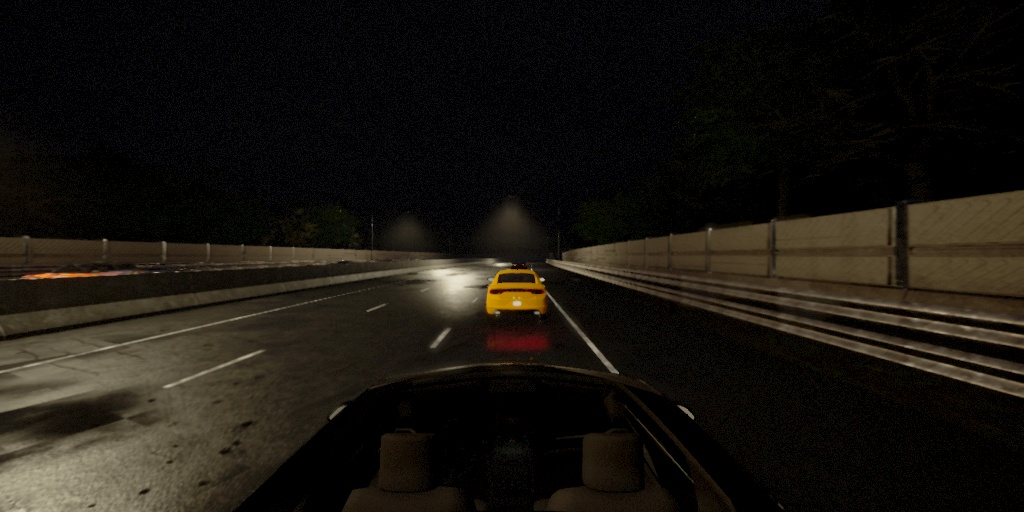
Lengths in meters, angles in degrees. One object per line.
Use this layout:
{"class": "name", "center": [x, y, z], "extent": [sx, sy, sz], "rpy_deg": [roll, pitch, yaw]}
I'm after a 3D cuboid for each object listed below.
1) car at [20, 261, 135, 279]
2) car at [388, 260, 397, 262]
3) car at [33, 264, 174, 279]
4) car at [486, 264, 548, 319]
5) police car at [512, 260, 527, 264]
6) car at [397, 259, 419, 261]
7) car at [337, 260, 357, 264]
{"class": "car", "center": [-20.964, 1.070, 17.673], "extent": [2.097, 1.767, 4.553], "rpy_deg": [0, 0, 1]}
{"class": "car", "center": [-19.619, 1.329, 58.889], "extent": [1.895, 1.301, 4.718], "rpy_deg": [0, 0, 3]}
{"class": "car", "center": [-17.489, 1.269, 16.603], "extent": [2.033, 1.411, 5.357], "rpy_deg": [0, 0, 1]}
{"class": "car", "center": [0.172, 1.217, 12.805], "extent": [1.882, 1.535, 5.008], "rpy_deg": [0, 0, 1]}
{"class": "police car", "center": [0.899, 1.246, 43.812], "extent": [2.038, 1.542, 4.974], "rpy_deg": [0, 0, 2]}
{"class": "car", "center": [-16.177, 1.225, 57.900], "extent": [2.128, 1.511, 4.902], "rpy_deg": [0, 0, 3]}
{"class": "car", "center": [-23.499, 1.272, 51.160], "extent": [1.994, 1.385, 4.181], "rpy_deg": [0, 0, 3]}
